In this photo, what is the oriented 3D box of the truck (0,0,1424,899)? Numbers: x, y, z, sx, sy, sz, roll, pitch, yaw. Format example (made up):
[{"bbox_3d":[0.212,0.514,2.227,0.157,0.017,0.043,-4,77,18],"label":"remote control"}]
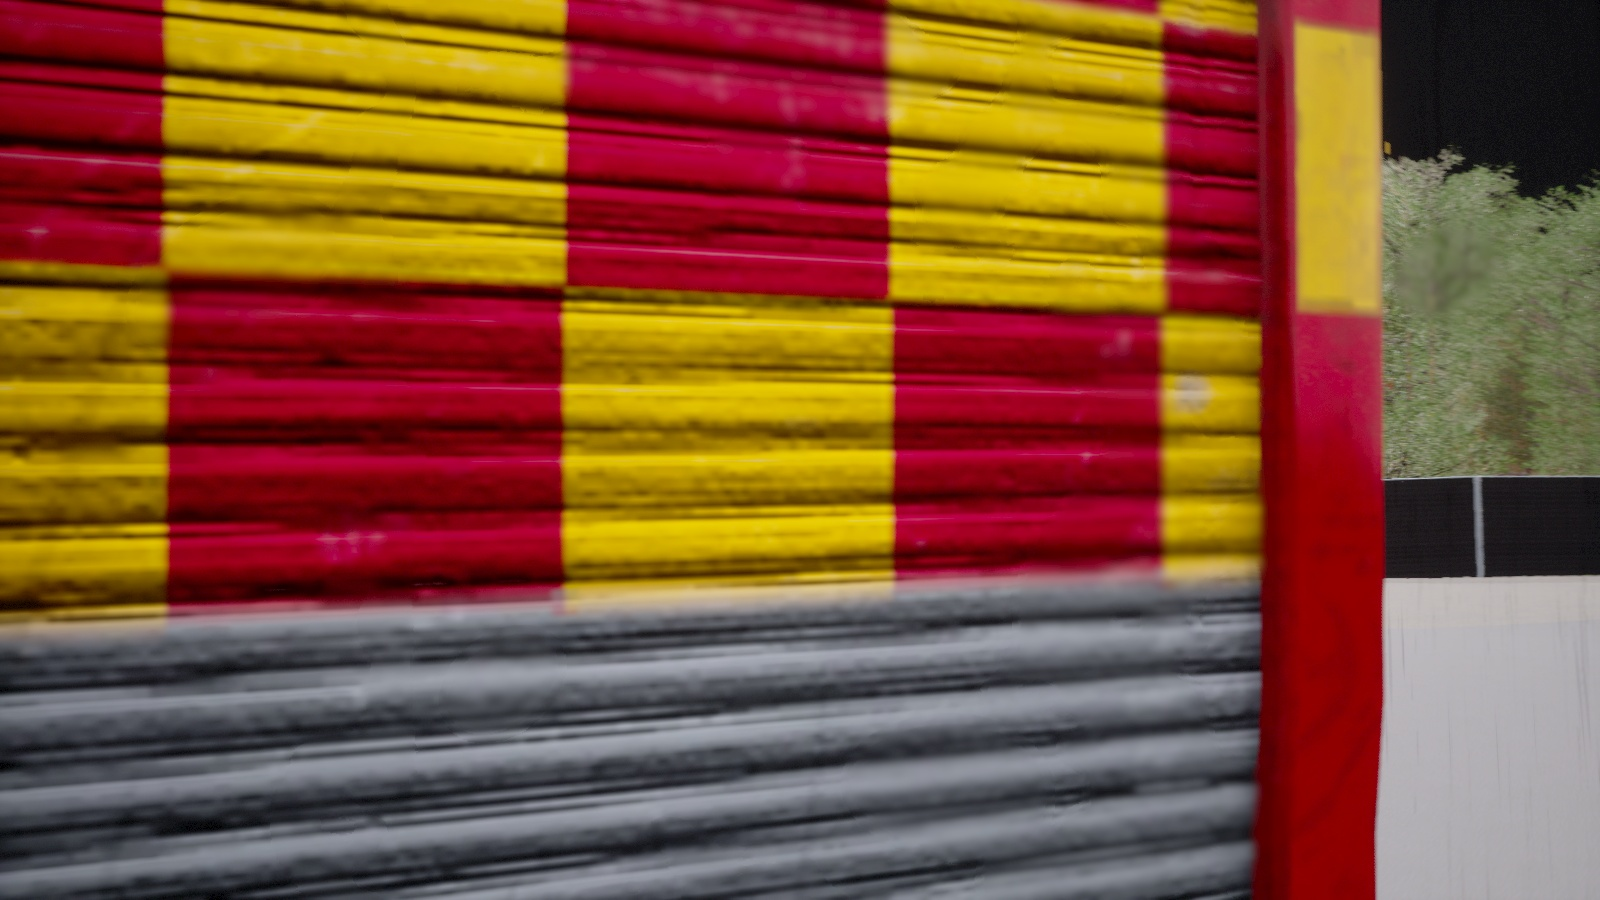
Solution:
[{"bbox_3d":[-4.012,-0.390,0.854,8.468,3.827,2.891,0,0,-20],"label":"truck"}]
